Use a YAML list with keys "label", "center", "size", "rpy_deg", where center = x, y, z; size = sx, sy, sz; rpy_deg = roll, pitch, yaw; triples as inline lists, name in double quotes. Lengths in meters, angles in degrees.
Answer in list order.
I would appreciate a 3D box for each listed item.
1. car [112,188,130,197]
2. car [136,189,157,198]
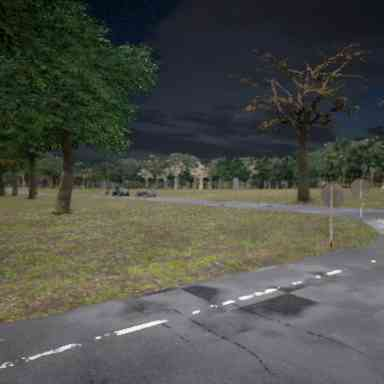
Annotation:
- label: "car"
  center: [-13.598, -0.014, 63.355]
  size: [2.097, 1.767, 4.553]
  rpy_deg: [1, 0, -36]
- label: "car"
  center: [-7.596, 0.174, 55.045]
  size: [2.128, 1.511, 4.902]
  rpy_deg: [1, 0, -35]
